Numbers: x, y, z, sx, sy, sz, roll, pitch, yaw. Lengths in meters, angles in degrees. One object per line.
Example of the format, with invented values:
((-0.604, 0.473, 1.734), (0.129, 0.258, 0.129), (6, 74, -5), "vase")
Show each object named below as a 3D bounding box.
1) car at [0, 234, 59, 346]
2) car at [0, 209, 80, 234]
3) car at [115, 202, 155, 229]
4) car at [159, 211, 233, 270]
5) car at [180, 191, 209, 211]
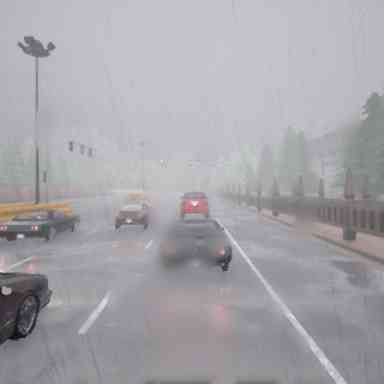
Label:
((-3.397, 1.540, 3.427), (2.033, 1.411, 5.357), (0, 1, 0), "car")
((-6.852, 1.450, 15.539), (1.895, 1.301, 4.718), (0, 1, 0), "car")
((-3.328, 1.322, 19.886), (1.812, 1.442, 4.674), (0, 1, 0), "car")
((0.115, 1.509, 10.658), (1.895, 1.301, 4.718), (0, 1, 0), "car")
((0.212, 0.937, 26.630), (2.150, 2.045, 5.566), (0, 1, 0), "car")
